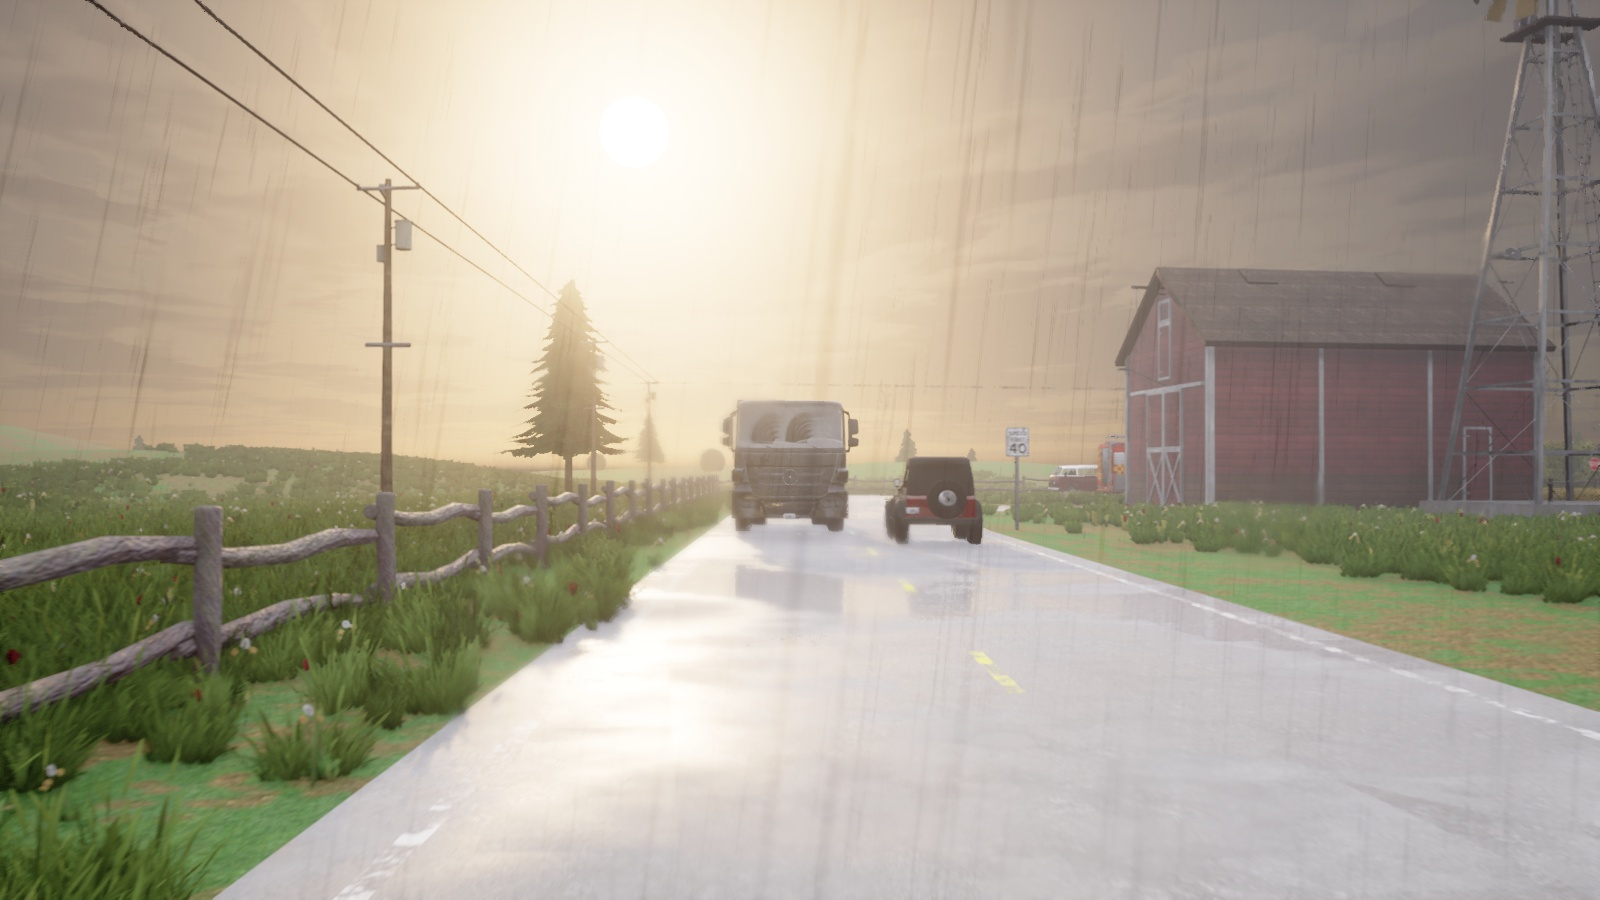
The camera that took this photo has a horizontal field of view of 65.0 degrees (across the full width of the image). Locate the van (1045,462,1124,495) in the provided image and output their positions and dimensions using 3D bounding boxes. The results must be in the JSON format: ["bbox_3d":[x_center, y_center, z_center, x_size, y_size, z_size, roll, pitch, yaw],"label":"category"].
[{"bbox_3d":[18.084,1.802,79.967,4.480,2.038,2.069,0,-1,-6],"label":"van"}]

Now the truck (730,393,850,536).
[{"bbox_3d":[-0.270,0.410,34.428,2.891,3.462,7.936,0,-1,0],"label":"truck"}]

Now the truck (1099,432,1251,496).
[{"bbox_3d":[23.030,0.850,77.280,8.468,3.827,2.891,0,-1,-5],"label":"truck"}]

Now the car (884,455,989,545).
[{"bbox_3d":[2.984,1.071,28.281,1.905,1.878,3.866,0,-1,0],"label":"car"}]
